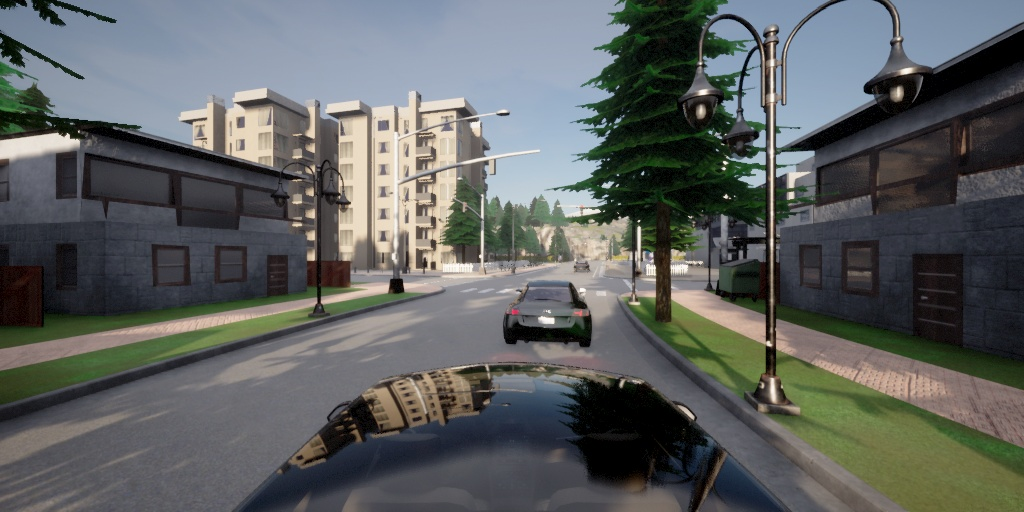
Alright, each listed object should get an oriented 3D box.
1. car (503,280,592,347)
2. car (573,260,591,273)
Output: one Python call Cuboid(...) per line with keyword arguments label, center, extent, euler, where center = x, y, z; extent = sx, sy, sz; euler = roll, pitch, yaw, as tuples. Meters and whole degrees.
Cuboid(label="car", center=(1.005, 1.314, 9.431), extent=(1.994, 1.385, 4.181), euler=(0, 0, 8))
Cuboid(label="car", center=(8.778, 1.276, 44.965), extent=(2.128, 1.511, 4.902), euler=(0, 0, 14))
